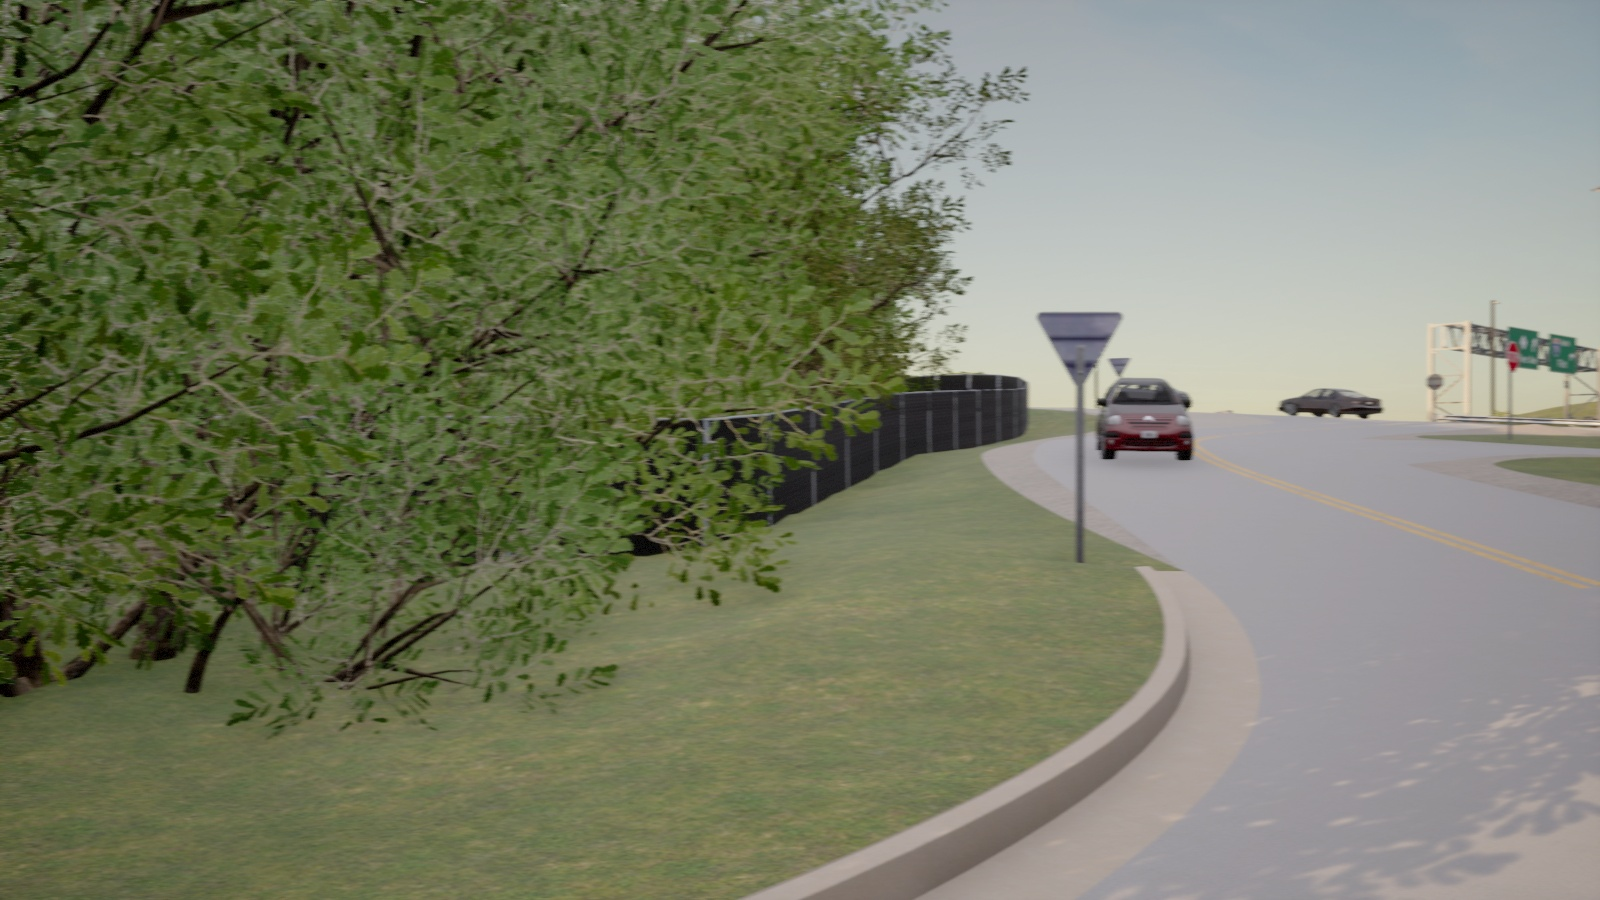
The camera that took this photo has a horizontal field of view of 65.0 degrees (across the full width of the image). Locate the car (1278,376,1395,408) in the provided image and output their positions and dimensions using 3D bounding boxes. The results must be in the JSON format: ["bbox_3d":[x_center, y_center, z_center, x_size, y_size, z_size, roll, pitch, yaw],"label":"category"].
[{"bbox_3d":[25.421,-2.780,59.758,2.033,1.411,5.357,0,3,-19],"label":"car"}]

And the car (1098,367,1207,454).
[{"bbox_3d":[7.204,-0.874,25.978,1.851,1.617,3.988,-1,4,11],"label":"car"}]
